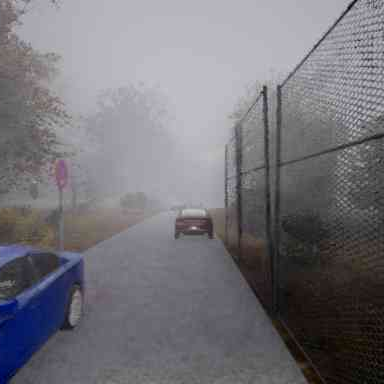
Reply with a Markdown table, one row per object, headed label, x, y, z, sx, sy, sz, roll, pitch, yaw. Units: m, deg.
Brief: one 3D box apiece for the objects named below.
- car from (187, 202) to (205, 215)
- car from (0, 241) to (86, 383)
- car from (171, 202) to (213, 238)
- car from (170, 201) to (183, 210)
| label | x | y | z | sx | sy | sz | roll | pitch | yaw |
| --- | --- | --- | --- | --- | --- | --- | --- | --- | --- |
| car | 0.539 | 1.890 | 38.512 | 1.994 | 1.385 | 4.181 | 0 | -1 | 3 |
| car | -2.850 | 1.480 | 4.052 | 1.882 | 1.535 | 5.008 | 0 | 0 | 0 |
| car | 0.095 | 1.547 | 17.997 | 1.882 | 1.535 | 5.008 | 0 | -1 | 0 |
| car | -1.857 | 2.017 | 46.990 | 2.033 | 1.411 | 5.357 | 0 | -1 | 5 |
